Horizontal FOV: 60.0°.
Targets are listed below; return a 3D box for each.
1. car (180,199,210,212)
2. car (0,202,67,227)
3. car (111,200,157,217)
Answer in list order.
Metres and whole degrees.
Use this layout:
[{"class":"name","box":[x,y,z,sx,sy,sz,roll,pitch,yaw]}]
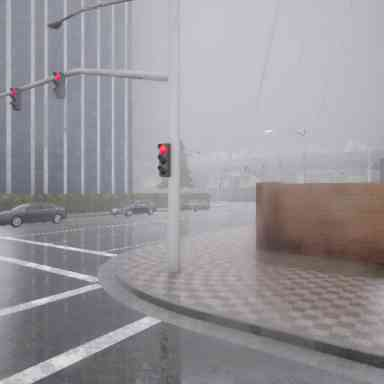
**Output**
[{"class":"car","box":[0.415,1.564,39.099,1.994,1.385,4.181,0,0,35]},{"class":"car","box":[-11.062,1.505,22.959,1.837,1.490,4.892,0,0,35]},{"class":"car","box":[-5.357,1.491,30.992,2.128,1.511,4.902,0,0,35]}]
